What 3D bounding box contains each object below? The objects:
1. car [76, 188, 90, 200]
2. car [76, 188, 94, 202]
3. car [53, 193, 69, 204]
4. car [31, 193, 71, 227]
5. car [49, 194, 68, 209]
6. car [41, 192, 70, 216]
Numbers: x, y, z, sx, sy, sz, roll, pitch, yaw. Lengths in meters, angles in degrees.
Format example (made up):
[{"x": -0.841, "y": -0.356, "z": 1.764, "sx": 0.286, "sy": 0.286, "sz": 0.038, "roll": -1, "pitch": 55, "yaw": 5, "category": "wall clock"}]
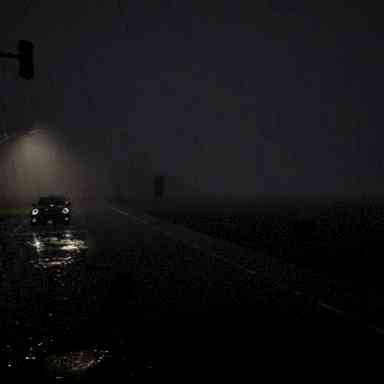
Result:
[{"x": -20.190, "y": 0.258, "z": 61.519, "sx": 2.150, "sy": 2.045, "sz": 5.566, "roll": -1, "pitch": 1, "yaw": -21, "category": "car"}, {"x": -16.600, "y": 0.542, "z": 51.959, "sx": 2.097, "sy": 1.767, "sz": 4.553, "roll": -1, "pitch": 1, "yaw": -21, "category": "car"}, {"x": -18.198, "y": 0.884, "z": 46.265, "sx": 1.994, "sy": 1.385, "sz": 4.181, "roll": -1, "pitch": 1, "yaw": -21, "category": "car"}, {"x": -8.681, "y": 1.063, "z": 20.632, "sx": 2.097, "sy": 1.767, "sz": 4.553, "roll": -1, "pitch": 1, "yaw": -20, "category": "car"}, {"x": -14.842, "y": 0.988, "z": 37.115, "sx": 1.812, "sy": 1.442, "sz": 4.674, "roll": -1, "pitch": 1, "yaw": -20, "category": "car"}, {"x": -11.764, "y": 0.939, "z": 28.853, "sx": 2.097, "sy": 1.767, "sz": 4.553, "roll": -1, "pitch": 1, "yaw": -20, "category": "car"}]
